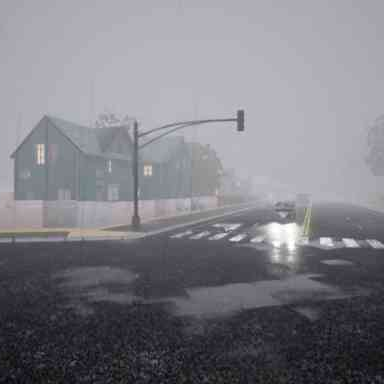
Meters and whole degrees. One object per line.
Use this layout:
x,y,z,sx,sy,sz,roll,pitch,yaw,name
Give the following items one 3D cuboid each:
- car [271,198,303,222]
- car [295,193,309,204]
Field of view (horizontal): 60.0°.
7.514,1.490,26.677,2.128,1.511,4.902,0,0,20,car
21.431,1.258,64.796,2.150,2.045,5.566,0,0,20,car
